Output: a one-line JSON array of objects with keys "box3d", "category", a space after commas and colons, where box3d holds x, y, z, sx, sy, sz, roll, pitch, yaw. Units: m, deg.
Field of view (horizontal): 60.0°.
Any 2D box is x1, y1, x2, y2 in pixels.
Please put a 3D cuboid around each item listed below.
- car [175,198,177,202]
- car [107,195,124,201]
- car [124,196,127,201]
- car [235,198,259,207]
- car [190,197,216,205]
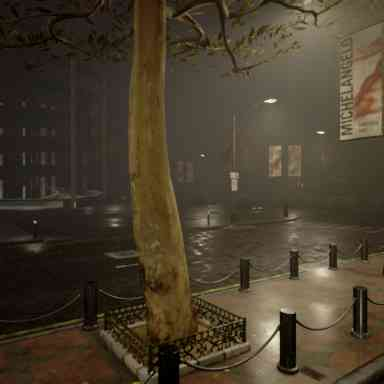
[{"box3d": [-5.086, 1.477, 65.904, 5.008, 1.535, 1.882, 0, 0, 41], "category": "car"}, {"box3d": [-19.016, 1.474, 77.398, 4.674, 1.442, 1.812, 0, 0, 12], "category": "car"}, {"box3d": [-18.057, 1.464, 80.764, 4.674, 1.442, 1.812, 0, 0, 12], "category": "car"}, {"box3d": [8.018, 1.564, 49.571, 1.994, 1.385, 4.181, 0, 0, -35], "category": "car"}, {"box3d": [1.868, 1.547, 58.035, 2.033, 1.411, 5.357, 0, 0, -38], "category": "car"}]
